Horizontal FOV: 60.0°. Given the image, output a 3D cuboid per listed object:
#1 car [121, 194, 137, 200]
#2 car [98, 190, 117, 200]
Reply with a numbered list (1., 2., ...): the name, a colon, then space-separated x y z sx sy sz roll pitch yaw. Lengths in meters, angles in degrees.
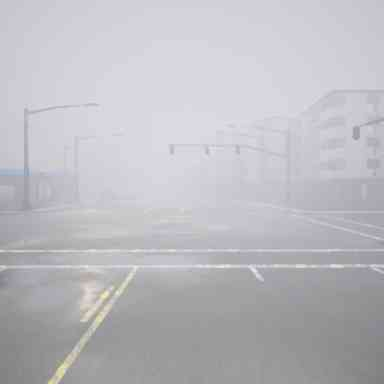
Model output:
1. car: -12.636 0.989 66.757 1.895 1.301 4.718 0 1 -31
2. car: -17.099 0.650 67.224 2.150 2.045 5.566 -1 1 -35
